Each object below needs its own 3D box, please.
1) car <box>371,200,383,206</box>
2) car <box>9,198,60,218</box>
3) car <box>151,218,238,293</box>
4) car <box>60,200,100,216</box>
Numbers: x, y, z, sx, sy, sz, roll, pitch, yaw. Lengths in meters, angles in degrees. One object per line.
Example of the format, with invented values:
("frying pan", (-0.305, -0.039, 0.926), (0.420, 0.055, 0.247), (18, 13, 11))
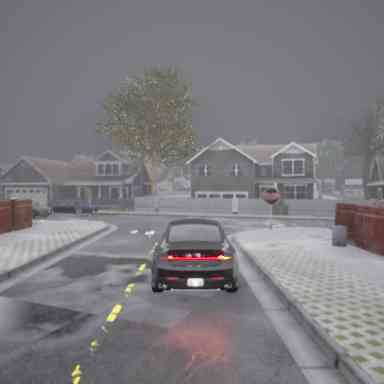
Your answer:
("car", (12.644, 1.263, 21.835), (4.553, 1.767, 2.097), (0, 0, 18))
("car", (-13.191, 1.239, 25.762), (4.892, 1.490, 1.837), (0, 0, 13))
("car", (0.048, 1.436, 8.668), (1.837, 1.490, 4.892), (0, 0, 0))
("car", (-10.495, 1.338, 28.504), (4.718, 1.301, 1.895), (0, 0, 10))
